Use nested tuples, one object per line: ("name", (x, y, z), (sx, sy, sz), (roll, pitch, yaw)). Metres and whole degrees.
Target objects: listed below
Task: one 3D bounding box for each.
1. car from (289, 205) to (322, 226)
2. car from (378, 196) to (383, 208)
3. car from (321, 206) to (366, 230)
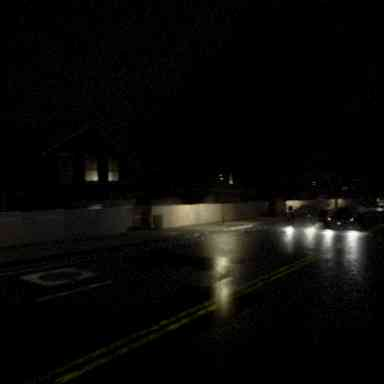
("car", (9.447, 1.770, 26.714), (1.882, 1.535, 5.008), (-1, -1, 38))
("car", (34.809, 1.771, 59.305), (2.150, 2.045, 5.566), (-1, -1, 38))
("car", (10.849, 1.754, 23.219), (1.812, 1.442, 4.674), (-1, -1, 38))
